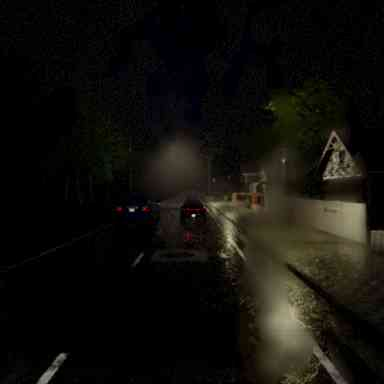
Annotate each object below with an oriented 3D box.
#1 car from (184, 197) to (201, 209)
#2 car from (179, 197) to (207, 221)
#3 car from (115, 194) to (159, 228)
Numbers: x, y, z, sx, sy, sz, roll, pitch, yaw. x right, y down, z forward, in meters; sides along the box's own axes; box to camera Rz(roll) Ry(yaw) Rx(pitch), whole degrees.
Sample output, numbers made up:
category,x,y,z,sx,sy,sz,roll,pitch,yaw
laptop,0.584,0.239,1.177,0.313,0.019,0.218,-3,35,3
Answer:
category,x,y,z,sx,sy,sz,roll,pitch,yaw
car,0.111,1.325,41.254,1.994,1.385,4.181,0,0,0
car,0.108,1.366,25.382,1.837,1.490,4.892,0,0,0
car,-3.393,1.106,21.458,2.150,2.045,5.566,0,0,0
